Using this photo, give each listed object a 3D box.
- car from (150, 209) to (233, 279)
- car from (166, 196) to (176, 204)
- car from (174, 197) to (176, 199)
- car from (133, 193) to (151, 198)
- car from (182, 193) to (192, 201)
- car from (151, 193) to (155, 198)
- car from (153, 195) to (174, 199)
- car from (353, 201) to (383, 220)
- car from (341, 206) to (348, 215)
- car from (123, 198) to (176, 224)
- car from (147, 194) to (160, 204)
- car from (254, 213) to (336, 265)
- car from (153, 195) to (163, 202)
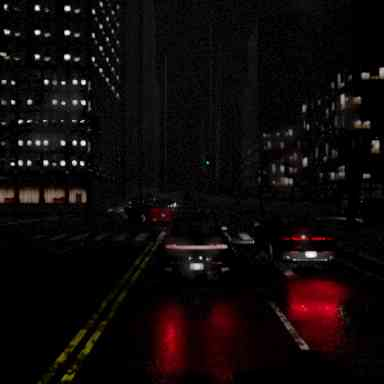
[{"bbox_3d":[0.099,1.491,10.040,2.128,1.511,4.902,0,0,0],"label":"car"},{"bbox_3d":[-4.162,1.559,66.115,1.895,1.301,4.718,0,0,-1],"label":"car"},{"bbox_3d":[-4.018,1.533,55.886,1.994,1.385,4.181,0,0,0],"label":"car"},{"bbox_3d":[-7.122,1.330,44.450,2.097,1.767,4.553,0,0,-1],"label":"car"},{"bbox_3d":[-1.156,1.163,80.213,2.150,2.045,5.566,0,0,-1],"label":"car"},{"bbox_3d":[-7.254,1.191,54.023,2.150,2.045,5.566,0,0,0],"label":"car"},{"bbox_3d":[-3.900,1.541,46.259,1.994,1.385,4.181,0,0,-1],"label":"car"},{"bbox_3d":[16.328,1.609,28.410,4.181,1.385,1.994,0,-1,2],"label":"car"},{"bbox_3d":[16.815,1.584,31.650,4.902,1.511,2.128,0,-1,2],"label":"car"},{"bbox_3d":[-3.387,1.446,24.452,1.882,1.535,5.008,1,-1,-35],"label":"car"},{"bbox_3d":[-7.371,1.312,63.716,2.097,1.767,4.553,0,0,-1],"label":"car"},{"bbox_3d":[3.394,1.504,11.690,1.837,1.490,4.892,0,0,2],"label":"car"},{"bbox_3d":[-7.549,1.471,73.986,1.812,1.442,4.674,0,0,-1],"label":"car"}]
